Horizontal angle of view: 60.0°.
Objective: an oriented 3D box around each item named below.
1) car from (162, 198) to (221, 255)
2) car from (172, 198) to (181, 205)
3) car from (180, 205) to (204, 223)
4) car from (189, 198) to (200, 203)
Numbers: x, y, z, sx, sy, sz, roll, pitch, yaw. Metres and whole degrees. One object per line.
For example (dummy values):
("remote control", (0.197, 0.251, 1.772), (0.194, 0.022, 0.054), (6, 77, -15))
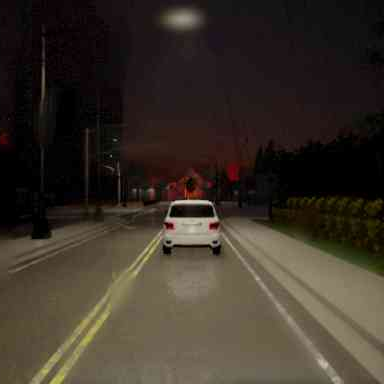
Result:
("car", (0.002, 1.349, 14.023), (2.150, 2.045, 5.566), (0, 0, 0))
("car", (-3.491, 2.223, 75.809), (1.812, 1.442, 4.674), (0, -1, 0))
("car", (0.025, 1.874, 29.104), (1.895, 1.301, 4.718), (0, 0, 1))
("car", (0.758, 2.332, 92.656), (1.882, 1.535, 5.008), (0, -1, 12))
